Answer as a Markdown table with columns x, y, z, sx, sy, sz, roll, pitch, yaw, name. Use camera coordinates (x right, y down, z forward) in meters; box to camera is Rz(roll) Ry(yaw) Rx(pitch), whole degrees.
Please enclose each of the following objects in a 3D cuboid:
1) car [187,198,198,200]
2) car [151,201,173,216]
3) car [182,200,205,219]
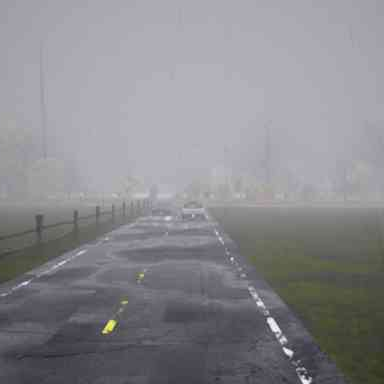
| x | y | z | sx | sy | sz | roll | pitch | yaw | name |
| --- | --- | --- | --- | --- | --- | --- | --- | --- | --- |
| 0.103 | 1.535 | 40.751 | 1.837 | 1.490 | 4.892 | 0 | 0 | 0 | car |
| -2.839 | 1.575 | 33.080 | 2.033 | 1.411 | 5.357 | 0 | 0 | 0 | car |
| 0.101 | 1.627 | 29.020 | 1.895 | 1.301 | 4.718 | 0 | 0 | 0 | car |
